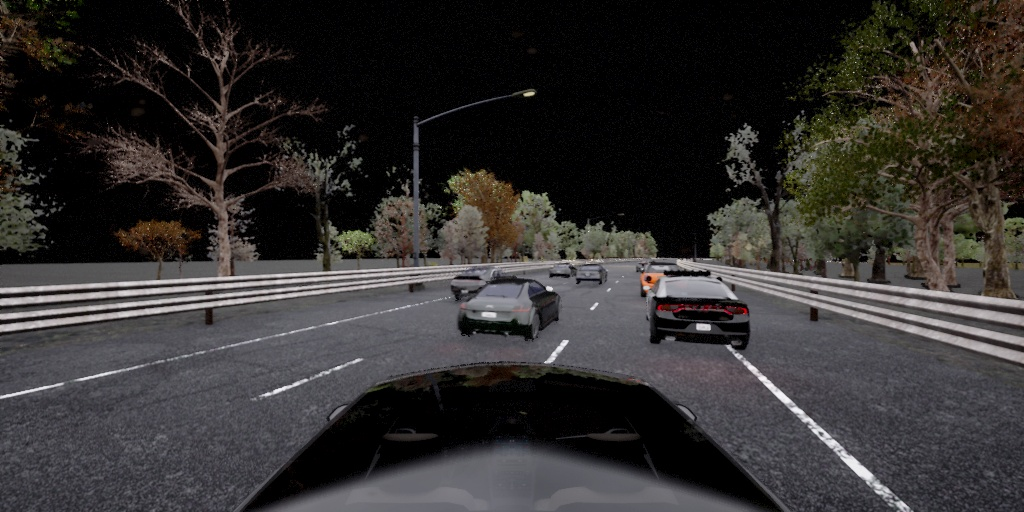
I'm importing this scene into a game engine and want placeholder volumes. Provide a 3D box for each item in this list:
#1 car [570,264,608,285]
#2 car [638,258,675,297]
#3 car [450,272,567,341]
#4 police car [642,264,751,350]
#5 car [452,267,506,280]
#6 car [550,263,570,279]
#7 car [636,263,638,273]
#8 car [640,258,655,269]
[{"bbox_3d":[6.040,1.325,26.846,2.033,1.411,5.357,0,0,20],"label":"car"},{"bbox_3d":[7.770,1.115,18.597,2.097,1.767,4.553,0,0,20],"label":"car"},{"bbox_3d":[0.126,1.323,10.130,1.994,1.385,4.181,0,0,19],"label":"car"},{"bbox_3d":[4.557,1.180,9.407,1.930,1.638,5.238,0,0,19],"label":"police car"},{"bbox_3d":[-1.153,1.260,17.141,2.128,1.511,4.902,0,0,19],"label":"car"},{"bbox_3d":[4.886,1.353,33.763,1.994,1.385,4.181,0,0,21],"label":"car"},{"bbox_3d":[16.795,1.298,45.376,2.128,1.511,4.902,0,0,22],"label":"car"},{"bbox_3d":[22.294,1.188,58.962,2.097,1.767,4.553,0,0,23],"label":"car"}]
